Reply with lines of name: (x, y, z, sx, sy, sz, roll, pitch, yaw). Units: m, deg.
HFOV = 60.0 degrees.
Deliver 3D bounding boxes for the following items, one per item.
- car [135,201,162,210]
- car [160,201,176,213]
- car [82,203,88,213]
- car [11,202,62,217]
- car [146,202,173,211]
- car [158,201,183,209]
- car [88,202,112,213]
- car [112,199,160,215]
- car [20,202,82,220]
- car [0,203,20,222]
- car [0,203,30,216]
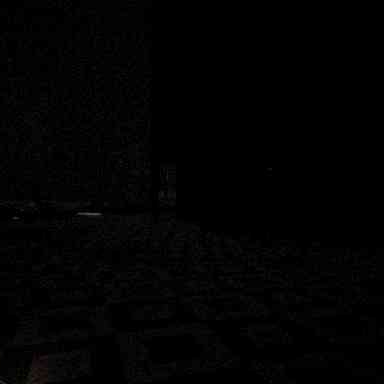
car: (-7.024, 2.210, 54.144, 2.008, 1.369, 4.403, -1, -2, 35)
car: (-3.363, 2.114, 44.595, 1.887, 1.381, 4.507, -1, -2, 35)
car: (-13.576, 2.016, 44.955, 1.887, 1.381, 4.507, -1, -2, 35)
car: (-16.714, 1.852, 35.949, 1.812, 1.442, 4.674, 0, -1, 36)
car: (-5.071, 2.218, 52.197, 1.994, 1.385, 4.181, 0, -1, 37)
car: (-3.747, 2.306, 58.739, 2.008, 1.369, 4.403, -1, -2, 35)
car: (-10.929, 2.012, 44.045, 1.812, 1.442, 4.674, 0, -1, 35)
car: (-6.640, 1.792, 40.006, 2.192, 1.841, 5.009, -1, -2, 35)
car: (-13.094, 1.824, 30.948, 1.752, 1.417, 4.829, -1, -2, 35)
car: (-16.468, 1.775, 26.214, 1.947, 1.339, 4.313, -1, -2, 35)
car: (-20.128, 1.842, 35.765, 2.008, 1.369, 4.403, -1, -1, 35)
